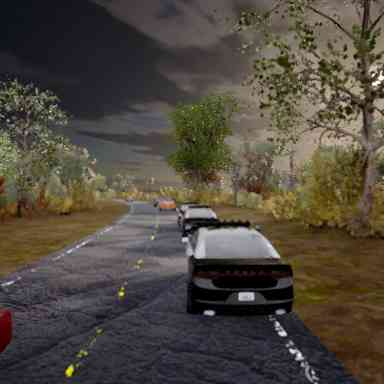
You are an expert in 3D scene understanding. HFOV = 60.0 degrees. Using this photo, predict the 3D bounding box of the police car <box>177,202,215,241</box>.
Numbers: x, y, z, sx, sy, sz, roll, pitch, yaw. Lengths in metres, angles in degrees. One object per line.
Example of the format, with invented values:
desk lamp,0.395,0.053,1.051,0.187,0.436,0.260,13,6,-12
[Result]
police car,0.337,1.532,17.935,1.930,1.638,5.238,0,0,-4

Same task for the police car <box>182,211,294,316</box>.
police car,0.791,1.472,7.866,1.930,1.638,5.238,0,0,-2

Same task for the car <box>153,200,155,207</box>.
car,-5.570,1.696,57.606,2.097,1.767,4.553,0,0,-11

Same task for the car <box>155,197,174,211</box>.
car,-3.456,1.622,45.299,2.097,1.767,4.553,0,0,-9

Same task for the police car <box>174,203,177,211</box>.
police car,-0.096,1.567,23.967,1.930,1.638,5.238,0,0,-5

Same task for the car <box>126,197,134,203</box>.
car,-16.437,2.025,87.957,2.128,1.511,4.902,0,-1,-17

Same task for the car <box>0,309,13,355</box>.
car,-3.073,1.615,1.769,1.895,1.301,4.718,0,0,-1
